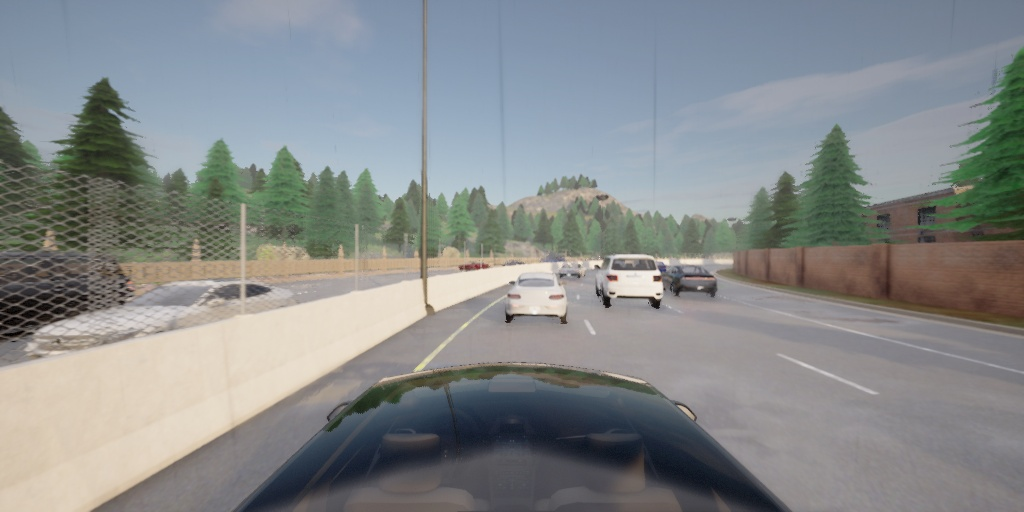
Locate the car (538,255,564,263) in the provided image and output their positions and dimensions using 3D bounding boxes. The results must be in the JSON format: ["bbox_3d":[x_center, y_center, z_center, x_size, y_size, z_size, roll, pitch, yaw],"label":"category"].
[{"bbox_3d":[5.544,0.896,49.943,2.150,2.045,5.566,0,0,29],"label":"car"}]

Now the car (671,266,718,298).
[{"bbox_3d":[9.019,1.247,18.674,2.128,1.511,4.902,0,0,11],"label":"car"}]

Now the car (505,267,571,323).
[{"bbox_3d":[0.859,1.257,11.976,1.812,1.442,4.674,0,0,6],"label":"car"}]

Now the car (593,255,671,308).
[{"bbox_3d":[4.860,0.964,15.510,2.150,2.045,5.566,0,0,9],"label":"car"}]

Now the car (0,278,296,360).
[{"bbox_3d":[-6.729,1.231,7.704,1.812,1.442,4.674,0,0,4],"label":"car"}]

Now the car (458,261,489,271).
[{"bbox_3d":[-4.790,1.234,44.773,1.895,1.301,4.718,0,0,24],"label":"car"}]

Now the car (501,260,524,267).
[{"bbox_3d":[0.119,1.216,46.992,1.994,1.385,4.181,0,0,27],"label":"car"}]

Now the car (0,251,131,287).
[{"bbox_3d":[-10.348,0.912,6.414,2.150,2.045,5.566,0,0,4],"label":"car"}]

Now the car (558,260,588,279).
[{"bbox_3d":[5.530,1.310,32.338,1.895,1.301,4.718,0,0,19],"label":"car"}]
